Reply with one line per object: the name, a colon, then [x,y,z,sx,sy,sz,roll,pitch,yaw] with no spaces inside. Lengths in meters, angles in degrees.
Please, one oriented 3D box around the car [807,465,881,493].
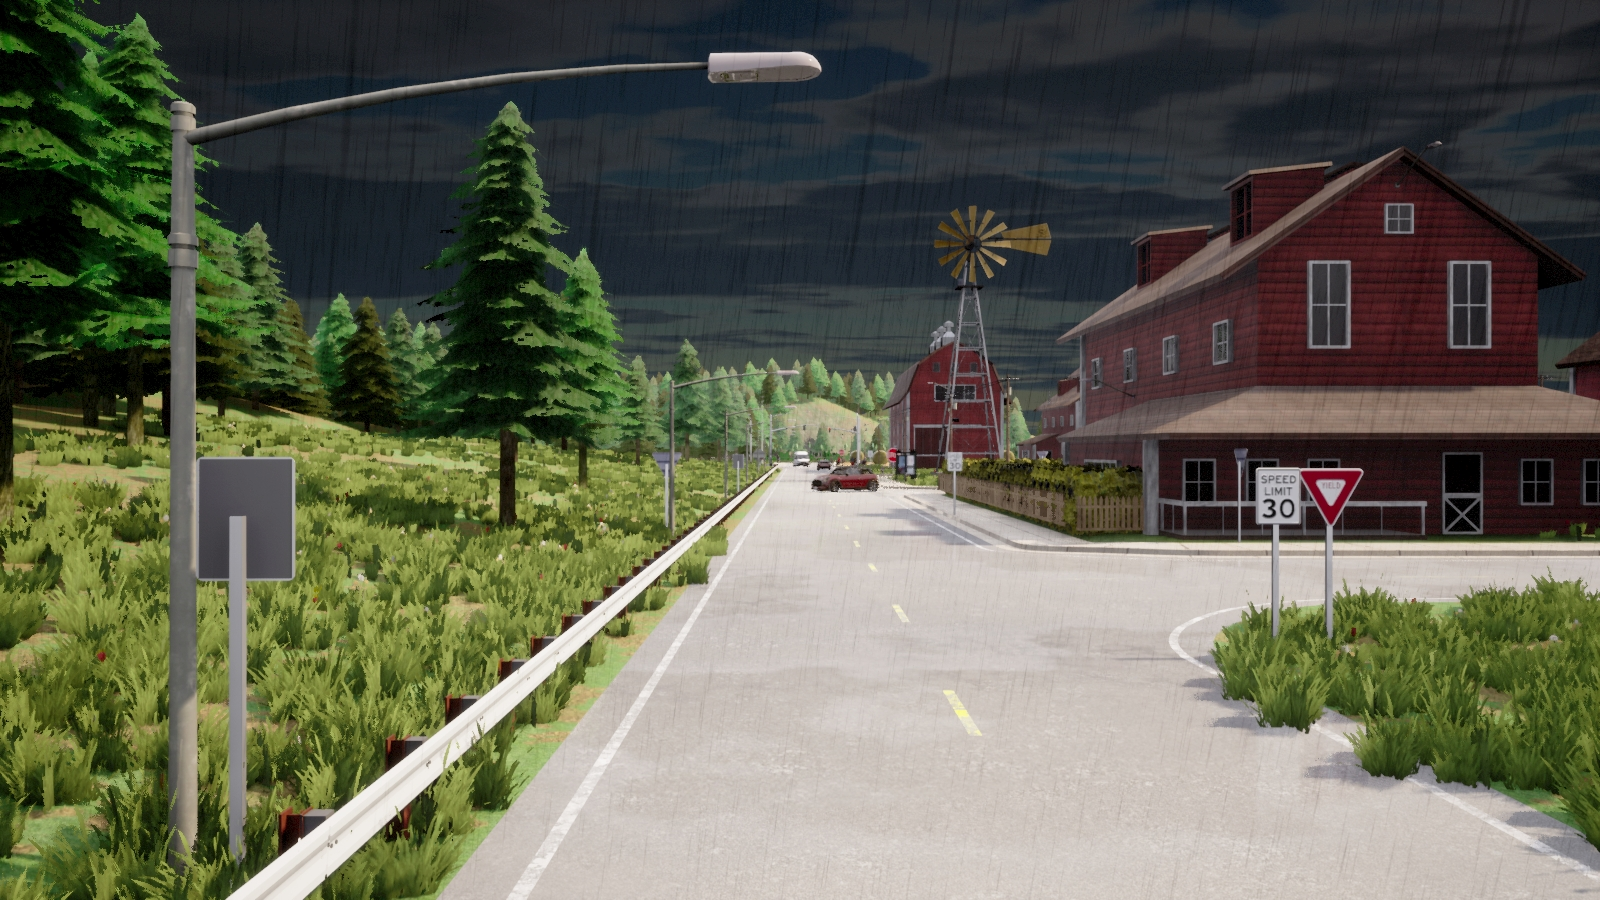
car: [2.920,1.906,75.589,4.553,1.767,2.097,0,0,-32]
